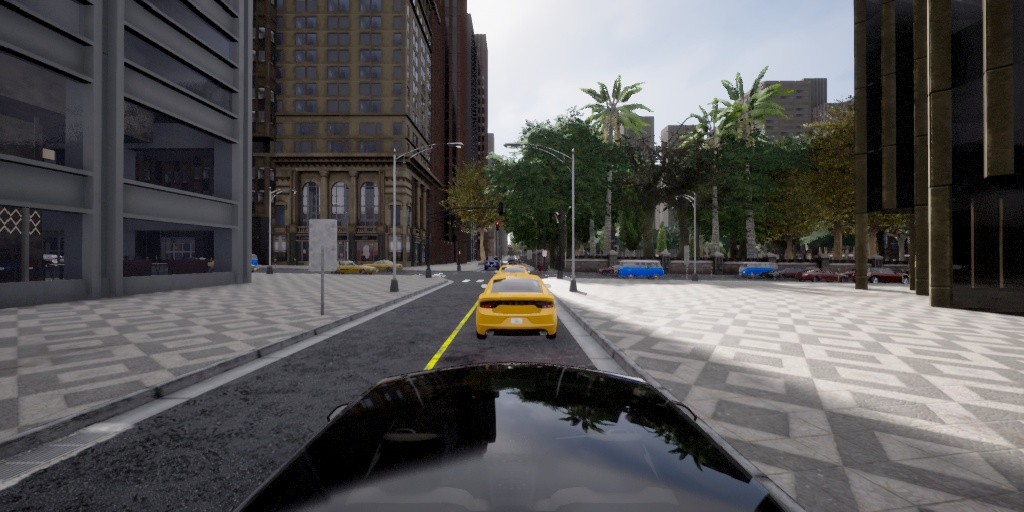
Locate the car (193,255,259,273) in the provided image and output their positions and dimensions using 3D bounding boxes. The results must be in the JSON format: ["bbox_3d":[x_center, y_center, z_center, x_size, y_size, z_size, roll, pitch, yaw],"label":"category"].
[{"bbox_3d":[-26.315,0.868,33.404,4.829,1.417,1.751,0,0,0],"label":"car"}]

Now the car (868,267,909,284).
[{"bbox_3d":[34.037,1.779,33.027,4.097,1.591,1.967,0,0,0],"label":"car"}]

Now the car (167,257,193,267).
[{"bbox_3d":[-37.780,0.774,42.001,4.313,1.339,1.948,0,0,0],"label":"car"}]

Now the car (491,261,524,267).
[{"bbox_3d":[0.043,1.235,20.177,1.882,1.535,5.008,0,0,0],"label":"car"}]

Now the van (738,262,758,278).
[{"bbox_3d":[28.555,1.638,41.587,3.998,1.789,1.690,0,0,0],"label":"van"}]

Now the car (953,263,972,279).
[{"bbox_3d":[45.554,1.787,38.738,5.566,2.045,2.150,1,0,1],"label":"car"}]

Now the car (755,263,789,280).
[{"bbox_3d":[30.001,1.854,38.912,5.357,1.411,2.033,1,0,1],"label":"car"}]

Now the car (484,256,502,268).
[{"bbox_3d":[-2.974,1.036,54.571,2.150,2.045,5.566,0,0,0],"label":"car"}]

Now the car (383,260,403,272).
[{"bbox_3d":[-15.271,1.102,41.860,4.829,1.417,1.751,0,0,0],"label":"car"}]

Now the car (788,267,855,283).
[{"bbox_3d":[28.513,1.830,33.061,4.207,1.307,1.802,0,0,0],"label":"car"}]

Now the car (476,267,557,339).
[{"bbox_3d":[0.112,1.230,10.116,1.882,1.535,5.008,0,0,0],"label":"car"}]

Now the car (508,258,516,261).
[{"bbox_3d":[0.424,1.339,46.513,2.033,1.411,5.357,0,0,-3],"label":"car"}]

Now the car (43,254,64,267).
[{"bbox_3d":[-43.496,0.508,33.511,4.097,1.591,1.967,0,0,0],"label":"car"}]

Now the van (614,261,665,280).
[{"bbox_3d":[11.943,1.315,33.165,3.998,1.789,1.690,0,0,0],"label":"van"}]

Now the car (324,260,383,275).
[{"bbox_3d":[-14.974,1.053,33.333,4.829,1.417,1.751,0,0,0],"label":"car"}]

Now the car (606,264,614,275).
[{"bbox_3d":[13.078,1.552,39.019,4.674,1.442,1.812,1,0,0],"label":"car"}]

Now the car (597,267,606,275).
[{"bbox_3d":[11.985,1.606,41.690,4.207,1.307,1.802,0,0,0],"label":"car"}]
